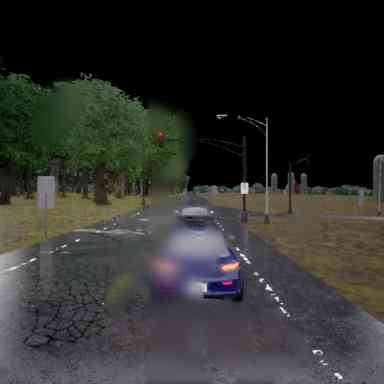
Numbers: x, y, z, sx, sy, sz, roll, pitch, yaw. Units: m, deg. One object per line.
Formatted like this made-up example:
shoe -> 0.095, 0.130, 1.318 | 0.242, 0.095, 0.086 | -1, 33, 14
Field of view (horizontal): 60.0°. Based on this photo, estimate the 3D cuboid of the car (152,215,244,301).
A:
car -> 0.122, 1.516, 8.153 | 1.812, 1.442, 4.674 | 0, 0, 0

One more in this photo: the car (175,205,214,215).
car -> 0.138, 1.432, 17.431 | 1.882, 1.535, 5.008 | 0, 0, 0
